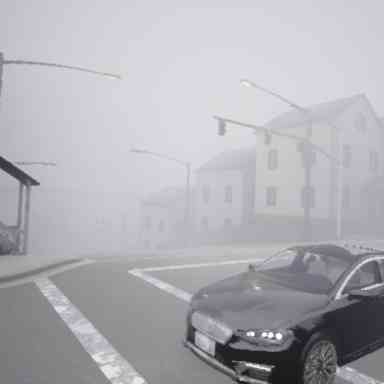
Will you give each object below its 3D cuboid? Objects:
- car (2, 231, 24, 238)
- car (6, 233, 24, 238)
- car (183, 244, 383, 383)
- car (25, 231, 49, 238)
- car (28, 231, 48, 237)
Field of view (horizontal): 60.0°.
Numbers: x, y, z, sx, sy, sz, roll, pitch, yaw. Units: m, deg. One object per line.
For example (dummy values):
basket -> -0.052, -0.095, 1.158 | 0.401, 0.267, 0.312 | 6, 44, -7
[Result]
car -> -42.203, 10.074, 78.517 | 1.853, 1.218, 4.536 | 2, -2, 19
car -> -42.226, 10.229, 78.463 | 2.038, 1.542, 4.974 | 2, -2, 19
car -> 2.162, 1.648, 5.354 | 4.902, 1.511, 2.128 | 4, -2, -35
car -> -38.284, 10.503, 82.179 | 4.974, 1.542, 2.038 | 2, -2, -6
car -> -38.329, 10.343, 82.178 | 4.536, 1.218, 1.853 | 2, -2, -6
